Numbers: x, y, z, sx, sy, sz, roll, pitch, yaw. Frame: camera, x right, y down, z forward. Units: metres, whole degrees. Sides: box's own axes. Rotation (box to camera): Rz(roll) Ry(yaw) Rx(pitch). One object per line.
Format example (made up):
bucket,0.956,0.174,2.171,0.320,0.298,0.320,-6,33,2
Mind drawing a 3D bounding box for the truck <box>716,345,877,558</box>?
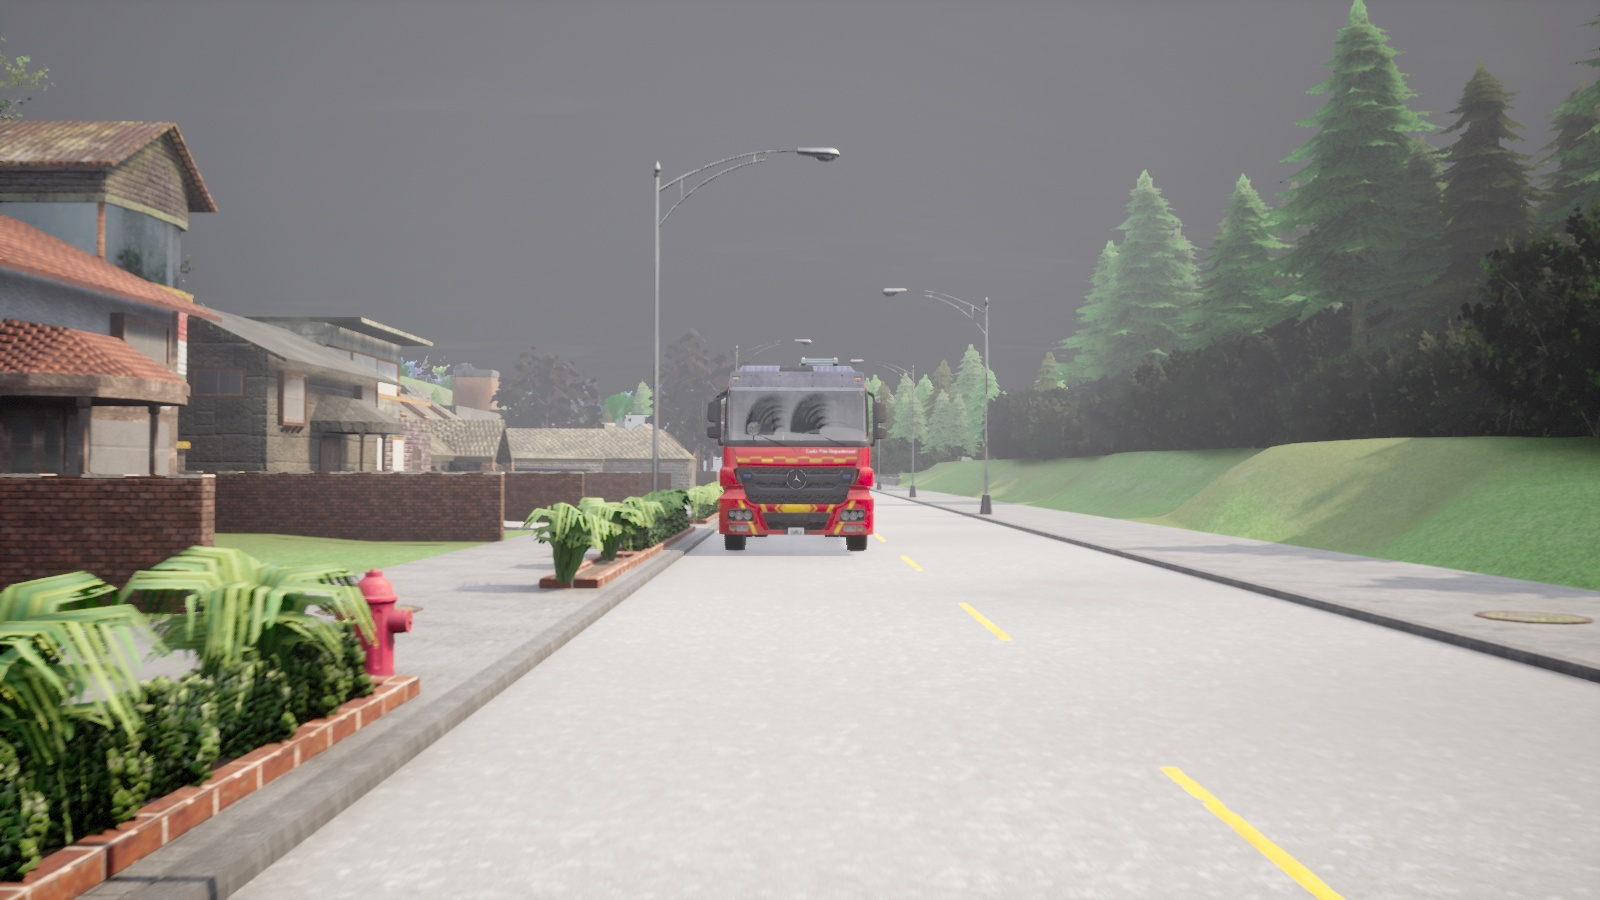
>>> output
truck,-0.070,0.100,26.880,2.891,3.827,8.468,0,-1,0
